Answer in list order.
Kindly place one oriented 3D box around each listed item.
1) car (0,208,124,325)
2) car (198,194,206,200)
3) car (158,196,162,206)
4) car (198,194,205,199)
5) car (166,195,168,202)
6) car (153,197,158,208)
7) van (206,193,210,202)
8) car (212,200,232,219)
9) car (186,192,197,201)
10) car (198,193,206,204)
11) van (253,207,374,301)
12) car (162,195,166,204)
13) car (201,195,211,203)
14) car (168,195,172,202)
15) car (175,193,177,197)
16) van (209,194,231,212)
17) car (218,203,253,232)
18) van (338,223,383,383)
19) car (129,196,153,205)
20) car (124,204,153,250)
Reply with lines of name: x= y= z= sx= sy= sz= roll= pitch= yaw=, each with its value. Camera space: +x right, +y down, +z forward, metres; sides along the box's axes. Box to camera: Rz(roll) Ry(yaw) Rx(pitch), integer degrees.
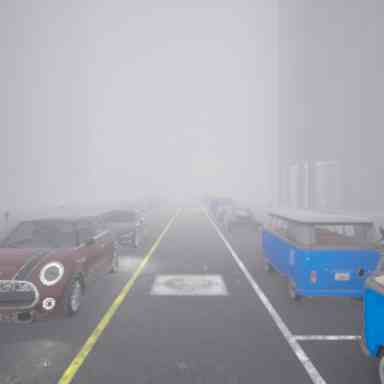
car: x=-3.095 y=1.330 z=7.363 sx=2.097 sy=1.767 sz=4.553 roll=0 pitch=0 yaw=0
car: x=2.704 y=1.234 z=87.438 sx=1.967 sy=1.590 sz=4.097 roll=0 pitch=0 yaw=0
car: x=-5.794 y=1.405 z=47.517 sx=1.752 sy=1.417 sz=4.829 roll=0 pitch=0 yaw=0
car: x=2.700 y=1.350 z=93.117 sx=1.947 sy=1.339 sz=4.313 roll=0 pitch=0 yaw=0
car: x=-5.802 y=1.378 z=58.871 sx=1.752 sy=1.417 sz=4.829 roll=0 pitch=0 yaw=0
car: x=-5.790 y=1.333 z=42.009 sx=1.967 sy=1.590 sz=4.097 roll=0 pitch=0 yaw=0
van: x=2.738 y=1.247 z=36.340 sx=1.690 sy=1.788 sz=3.998 roll=0 pitch=0 yaw=0
car: x=2.746 y=1.515 z=24.985 sx=1.802 sy=1.307 sz=4.206 roll=0 pitch=0 yaw=0
car: x=-0.051 y=1.334 z=76.578 sx=1.812 sy=1.442 sz=4.674 roll=0 pitch=0 yaw=0
car: x=2.723 y=1.166 z=59.050 sx=2.192 sy=1.841 sz=5.009 roll=0 pitch=0 yaw=0
van: x=2.758 y=1.317 z=7.952 sx=1.690 sy=1.788 sz=3.998 roll=0 pitch=0 yaw=0
car: x=-5.798 y=1.432 z=53.364 sx=1.947 sy=1.339 sz=4.313 roll=0 pitch=0 yaw=0
car: x=2.719 y=1.363 z=64.898 sx=1.752 sy=1.417 sz=4.829 roll=0 pitch=0 yaw=0
car: x=-5.810 y=1.372 z=70.396 sx=1.887 sy=1.381 sz=4.507 roll=0 pitch=0 yaw=0
car: x=-5.821 y=1.361 z=87.428 sx=1.947 sy=1.339 sz=4.313 roll=0 pitch=0 yaw=0
van: x=2.742 y=1.260 z=30.662 sx=1.690 sy=1.788 sz=3.998 roll=0 pitch=0 yaw=0
car: x=2.750 y=1.529 z=19.307 sx=1.802 sy=1.307 sz=4.206 roll=0 pitch=0 yaw=0
van: x=2.762 y=1.333 z=2.275 sx=1.690 sy=1.788 sz=3.998 roll=0 pitch=0 yaw=0
car: x=-5.787 y=1.458 z=36.332 sx=2.008 sy=1.369 sz=4.403 roll=0 pitch=0 yaw=0
car: x=-3.009 y=1.494 z=14.228 sx=1.837 sy=1.490 sz=4.892 roll=0 pitch=0 yaw=0
